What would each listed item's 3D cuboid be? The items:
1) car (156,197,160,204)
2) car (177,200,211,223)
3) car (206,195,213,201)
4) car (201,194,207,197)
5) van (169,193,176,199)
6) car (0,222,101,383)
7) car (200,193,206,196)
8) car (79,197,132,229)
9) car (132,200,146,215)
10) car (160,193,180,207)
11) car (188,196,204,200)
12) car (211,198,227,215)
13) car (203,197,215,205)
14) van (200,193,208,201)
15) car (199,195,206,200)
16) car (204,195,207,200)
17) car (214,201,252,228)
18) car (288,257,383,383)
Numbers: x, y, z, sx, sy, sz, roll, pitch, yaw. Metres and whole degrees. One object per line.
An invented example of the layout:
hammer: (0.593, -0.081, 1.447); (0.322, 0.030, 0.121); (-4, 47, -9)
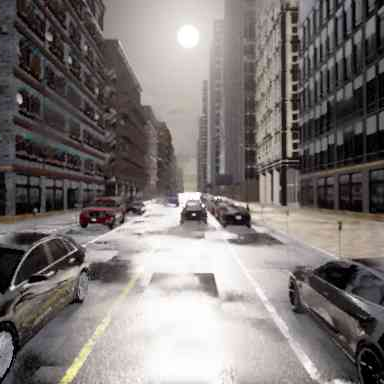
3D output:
car: (-5.571, 1.418, 61.024); (1.752, 1.417, 4.829); (1, 0, 0)
car: (0.144, 1.523, 24.842); (1.994, 1.385, 4.181); (0, 0, 0)
car: (2.761, 1.384, 32.922); (1.967, 1.590, 4.097); (1, 0, 0)
car: (2.789, 1.463, 49.875); (2.008, 1.369, 4.403); (1, 0, 0)
van: (-5.595, 1.166, 95.131); (1.690, 1.788, 3.998); (1, 0, 0)
car: (-3.092, 1.496, 5.286); (1.837, 1.490, 4.892); (0, 0, 0)
car: (2.818, 1.462, 66.829); (1.802, 1.307, 4.206); (1, 0, 0)
car: (-5.637, 1.279, 21.635); (2.192, 1.841, 5.009); (1, 0, 0)
car: (-5.621, 1.510, 32.938); (1.947, 1.339, 4.313); (1, 0, 0)
car: (-2.989, 1.139, 48.804); (2.150, 2.045, 5.566); (0, 0, 0)
car: (0.173, 1.528, 41.621); (1.895, 1.301, 4.718); (0, 0, 0)
car: (2.750, 1.498, 27.270); (1.887, 1.381, 4.507); (1, 0, 0)
car: (2.798, 1.484, 55.526); (1.802, 1.307, 4.206); (1, 0, 0)
van: (2.842, 1.199, 78.130); (1.690, 1.788, 3.998); (1, 0, 0)
car: (2.857, 1.418, 89.432); (1.802, 1.307, 4.206); (1, 0, 0)
car: (2.771, 1.373, 38.572); (1.967, 1.590, 4.097); (1, 0, 0)
car: (2.739, 1.530, 21.619); (1.947, 1.339, 4.313); (1, 0, 0)
car: (2.710, 1.558, 4.666); (1.947, 1.339, 4.313); (1, 0, 0)
